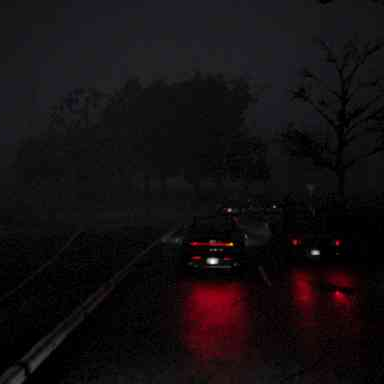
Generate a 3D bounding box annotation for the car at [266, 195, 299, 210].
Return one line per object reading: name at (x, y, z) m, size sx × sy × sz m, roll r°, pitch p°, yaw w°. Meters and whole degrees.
car at (8.060, 0.976, 29.502) m, size 1.882 × 1.535 × 5.008 m, roll 1°, pitch 3°, yaw 30°

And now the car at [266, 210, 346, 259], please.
car at (4.130, 1.612, 12.791) m, size 1.895 × 1.301 × 4.718 m, roll 0°, pitch 1°, yaw 5°

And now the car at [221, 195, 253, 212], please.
car at (3.868, 1.049, 28.471) m, size 1.837 × 1.490 × 4.892 m, roll 0°, pitch 2°, yaw 22°

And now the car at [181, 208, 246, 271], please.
car at (0.734, 1.520, 11.094) m, size 1.837 × 1.490 × 4.892 m, roll 0°, pitch 1°, yaw 4°
